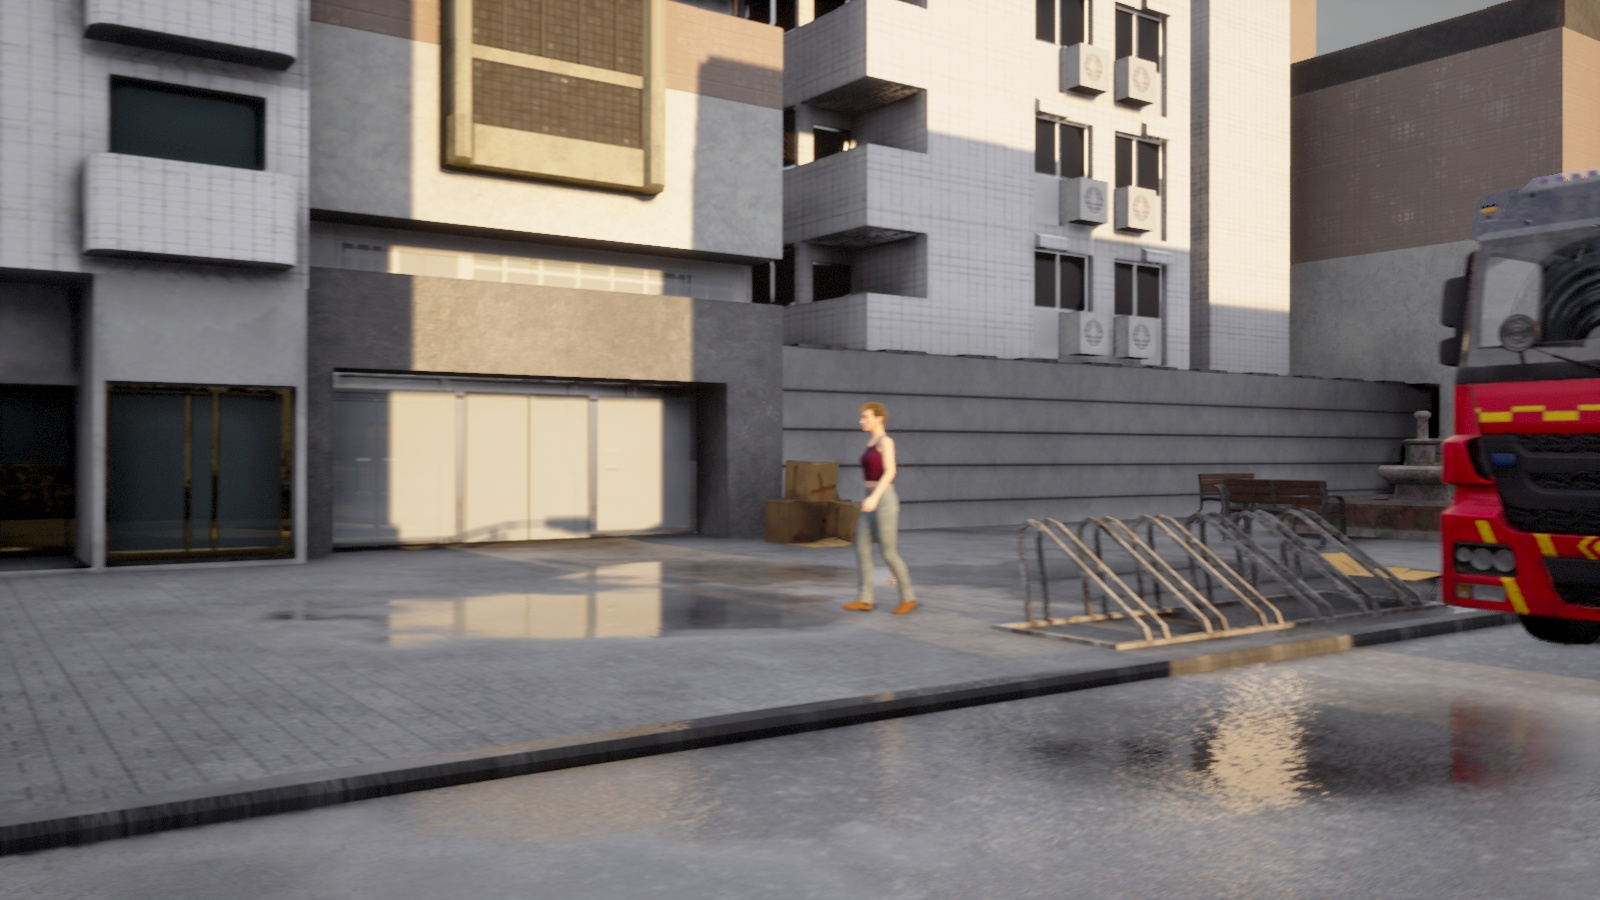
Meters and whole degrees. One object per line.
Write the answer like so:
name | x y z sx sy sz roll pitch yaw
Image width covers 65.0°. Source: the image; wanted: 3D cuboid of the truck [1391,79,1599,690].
truck | 8.539 -0.412 10.227 8.468 3.827 2.891 0 0 -35
